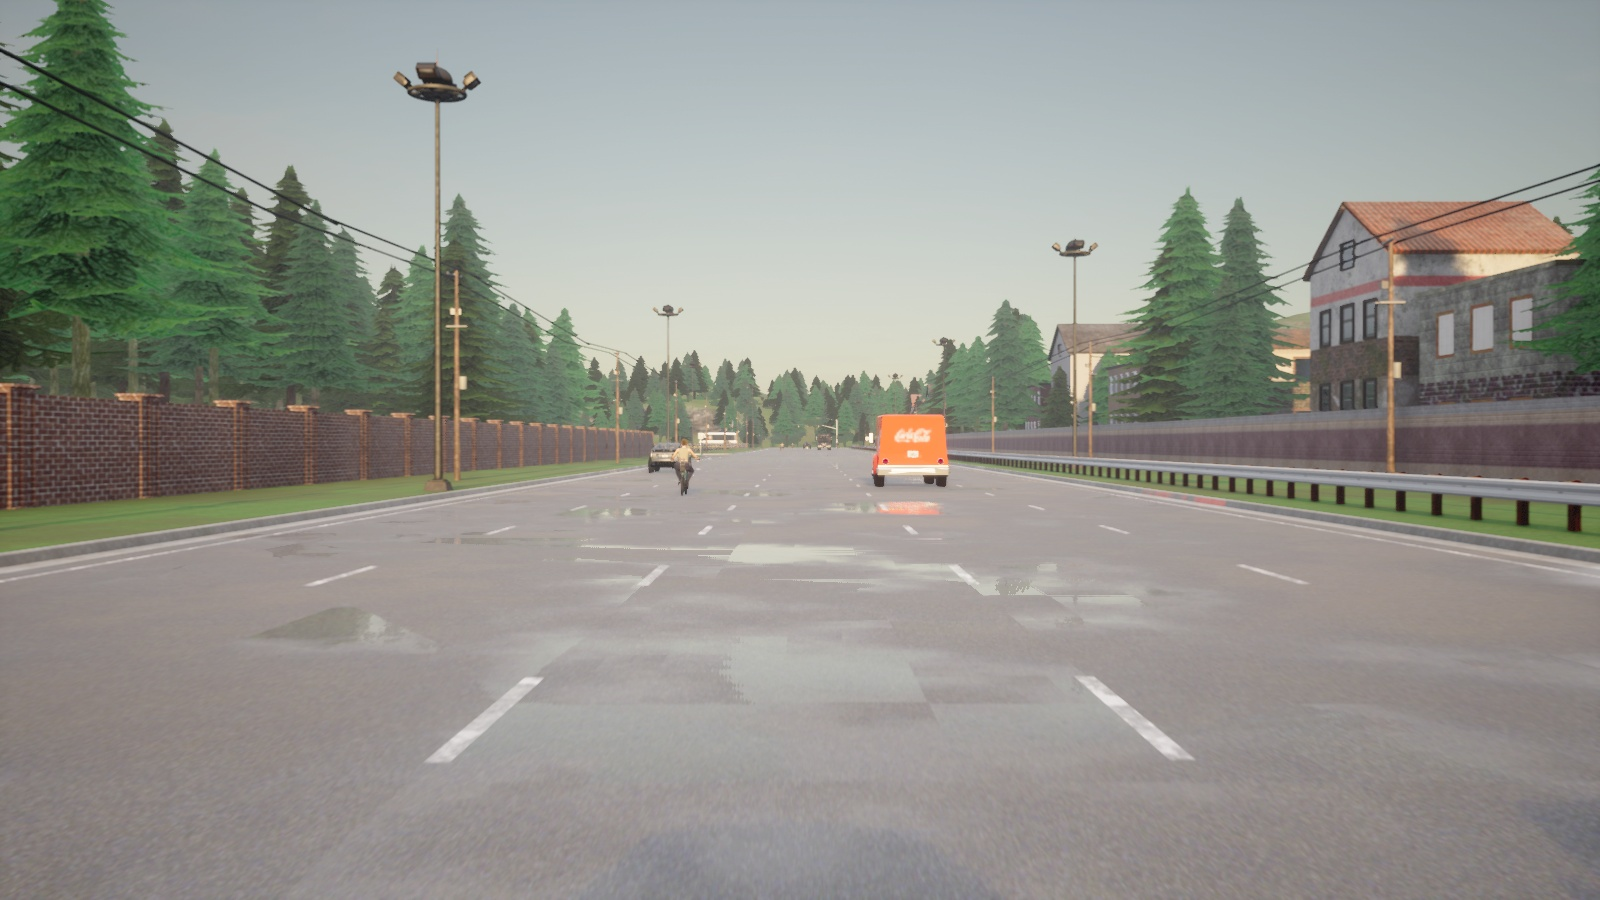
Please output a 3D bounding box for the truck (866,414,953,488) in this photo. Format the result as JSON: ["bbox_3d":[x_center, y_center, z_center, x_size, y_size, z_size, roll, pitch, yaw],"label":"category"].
[{"bbox_3d":[3.768,0.014,44.195,2.627,2.467,5.204,0,0,0],"label":"truck"}]

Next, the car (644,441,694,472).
[{"bbox_3d":[-6.620,0.328,63.903,2.007,1.525,4.514,0,0,0],"label":"car"}]

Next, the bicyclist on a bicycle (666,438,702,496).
[{"bbox_3d":[-3.286,0.479,35.750,0.866,1.612,1.509,0,0,1],"label":"bicyclist on a bicycle"}]
